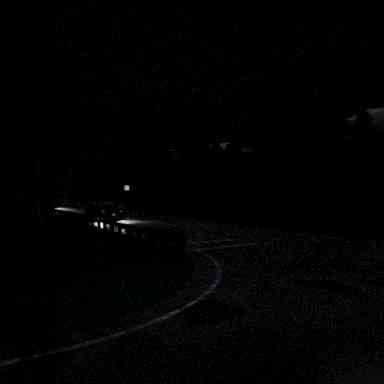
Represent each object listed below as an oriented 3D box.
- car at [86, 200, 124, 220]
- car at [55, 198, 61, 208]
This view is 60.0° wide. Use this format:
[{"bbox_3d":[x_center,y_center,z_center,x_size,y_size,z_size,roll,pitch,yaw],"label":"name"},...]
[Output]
[{"bbox_3d":[-6.861,1.355,25.754,1.812,1.442,4.674,0,0,-33],"label":"car"},{"bbox_3d":[-19.028,1.428,44.959,1.895,1.301,4.718,0,0,-32],"label":"car"}]
